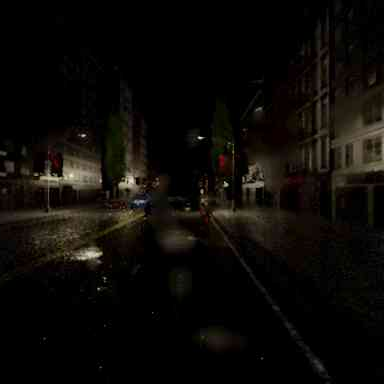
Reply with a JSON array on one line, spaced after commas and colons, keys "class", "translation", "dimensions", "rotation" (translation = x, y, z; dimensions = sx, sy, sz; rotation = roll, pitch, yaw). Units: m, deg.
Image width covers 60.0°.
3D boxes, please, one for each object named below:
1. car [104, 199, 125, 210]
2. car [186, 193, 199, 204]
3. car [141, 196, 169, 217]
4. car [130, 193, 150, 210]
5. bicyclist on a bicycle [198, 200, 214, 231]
[{"class": "car", "translation": [-9.836, 1.526, 42.477], "dimensions": [1.994, 1.385, 4.181], "rotation": [0, 0, 0]}, {"class": "car", "translation": [0.034, 1.160, 62.286], "dimensions": [2.150, 2.045, 5.566], "rotation": [0, 0, 0]}, {"class": "car", "translation": [-3.156, 1.452, 30.671], "dimensions": [1.882, 1.535, 5.008], "rotation": [0, 0, 0]}, {"class": "car", "translation": [-6.584, 1.185, 43.396], "dimensions": [2.150, 2.045, 5.566], "rotation": [0, 0, 0]}, {"class": "bicyclist on a bicycle", "translation": [0.858, 1.422, 19.593], "dimensions": [0.866, 1.612, 1.509], "rotation": [0, 0, 0]}]
